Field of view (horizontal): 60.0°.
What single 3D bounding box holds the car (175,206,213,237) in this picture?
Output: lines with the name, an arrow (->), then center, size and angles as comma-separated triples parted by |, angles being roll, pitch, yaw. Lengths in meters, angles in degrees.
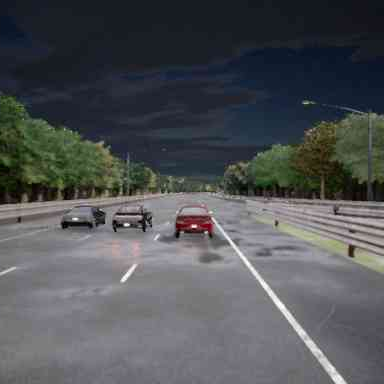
car -> 0.102, 1.481, 18.277 | 1.882, 1.535, 5.008 | 0, 0, 0

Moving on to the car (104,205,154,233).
car -> -3.398, 1.495, 19.766 | 2.128, 1.511, 4.902 | 0, 0, 0

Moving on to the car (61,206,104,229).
car -> -6.897, 1.568, 21.677 | 1.994, 1.385, 4.181 | 0, 0, 0

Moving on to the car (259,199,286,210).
car -> 9.984, 1.558, 41.437 | 1.882, 1.535, 5.008 | 0, 0, -12
